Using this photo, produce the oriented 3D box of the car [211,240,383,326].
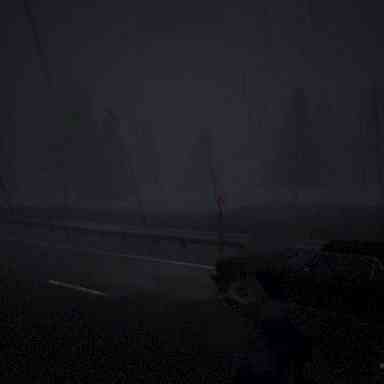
[{"bbox_3d":[2.735,1.592,6.249,4.718,1.301,1.895,0,0,35],"label":"car"}]
